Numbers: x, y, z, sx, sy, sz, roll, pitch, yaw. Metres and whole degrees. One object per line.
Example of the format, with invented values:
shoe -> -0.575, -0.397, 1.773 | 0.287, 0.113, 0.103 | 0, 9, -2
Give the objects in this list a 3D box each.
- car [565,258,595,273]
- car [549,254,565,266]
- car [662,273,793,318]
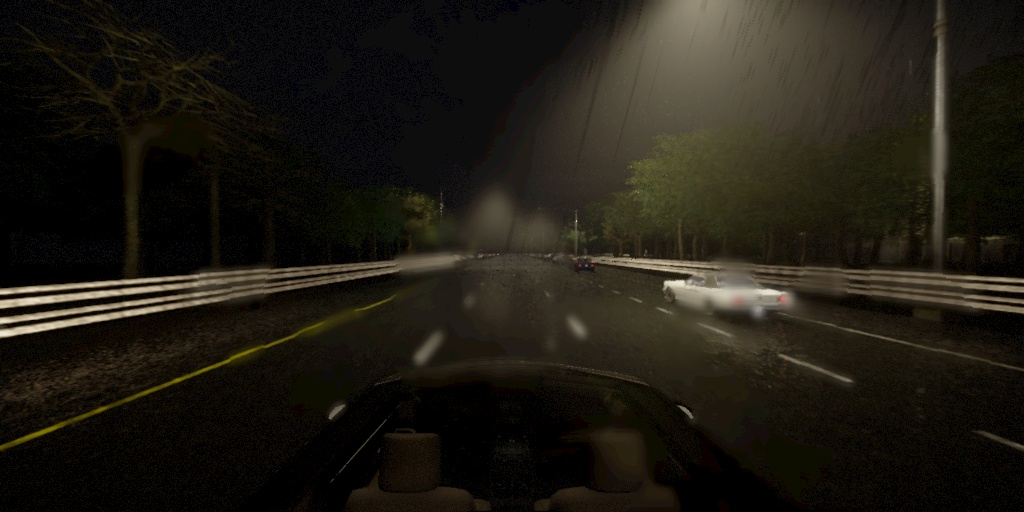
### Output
car -> 7.017, 0.937, 36.380 | 2.033, 1.411, 5.357 | 0, 1, 0
car -> 7.026, 0.811, 53.426 | 1.895, 1.301, 4.718 | 0, 1, 0
car -> 7.005, 1.241, 12.400 | 1.895, 1.301, 4.718 | 0, 1, 0
